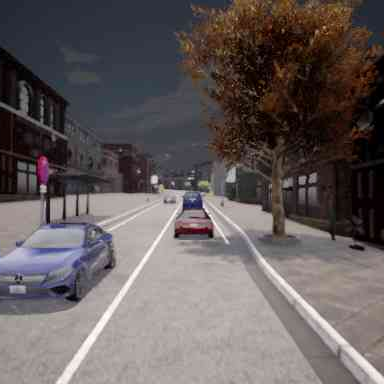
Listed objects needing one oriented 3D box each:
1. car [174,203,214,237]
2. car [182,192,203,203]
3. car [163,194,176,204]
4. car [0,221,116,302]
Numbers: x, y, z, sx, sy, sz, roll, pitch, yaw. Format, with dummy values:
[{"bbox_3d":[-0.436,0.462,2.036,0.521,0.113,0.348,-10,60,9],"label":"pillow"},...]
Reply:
[{"bbox_3d":[0.092,1.508,17.710,1.994,1.385,4.181,0,0,0],"label":"car"},{"bbox_3d":[0.062,0.970,36.228,2.150,2.045,5.566,0,1,0],"label":"car"},{"bbox_3d":[-3.496,1.073,52.240,2.128,1.511,4.902,0,1,0],"label":"car"},{"bbox_3d":[-3.194,1.517,8.398,1.812,1.442,4.674,0,0,0],"label":"car"}]
